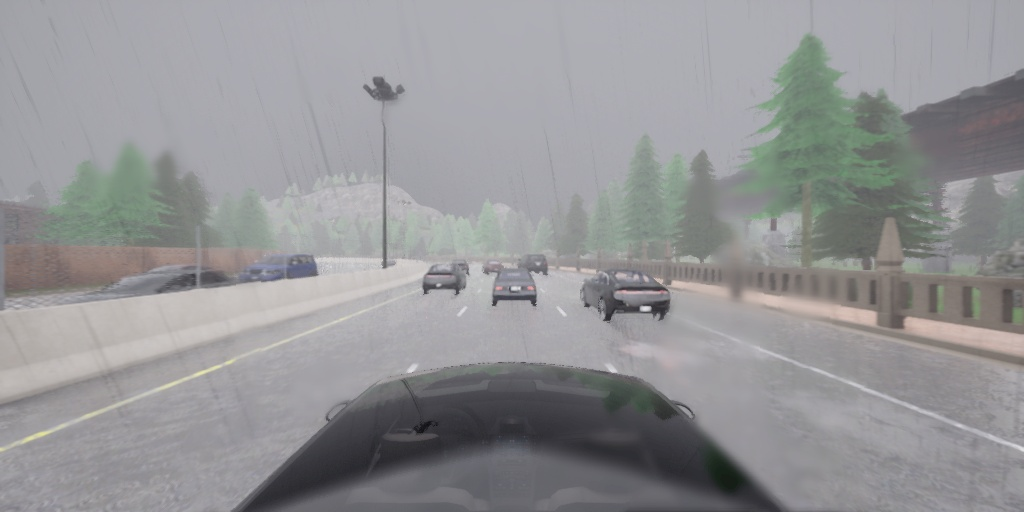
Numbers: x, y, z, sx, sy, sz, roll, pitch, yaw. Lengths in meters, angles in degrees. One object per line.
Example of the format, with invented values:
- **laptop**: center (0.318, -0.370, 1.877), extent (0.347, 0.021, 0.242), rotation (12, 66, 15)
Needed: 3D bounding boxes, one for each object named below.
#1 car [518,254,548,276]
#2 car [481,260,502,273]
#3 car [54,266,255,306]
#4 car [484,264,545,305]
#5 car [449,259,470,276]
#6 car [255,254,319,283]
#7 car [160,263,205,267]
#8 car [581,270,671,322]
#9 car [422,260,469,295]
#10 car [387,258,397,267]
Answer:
- **car**: center (1.942, 0.835, 35.219), extent (2.150, 2.045, 5.566), rotation (0, 0, -9)
- **car**: center (-1.979, 1.132, 36.992), extent (1.812, 1.442, 4.674), rotation (0, 0, -11)
- **car**: center (-10.626, 1.217, 11.003), extent (1.837, 1.490, 4.892), rotation (0, 0, 0)
- **car**: center (0.072, 1.240, 15.733), extent (2.033, 1.411, 5.357), rotation (0, 0, -1)
- **car**: center (-5.348, 1.115, 36.076), extent (1.837, 1.490, 4.892), rotation (0, 0, -10)
- **car**: center (-14.317, 0.886, 22.533), extent (2.150, 2.045, 5.566), rotation (0, 0, -3)
- **car**: center (-17.701, 1.157, 18.966), extent (1.882, 1.535, 5.008), rotation (0, 0, -2)
- **car**: center (3.596, 1.199, 12.088), extent (2.128, 1.511, 4.902), rotation (0, 0, 0)
- **car**: center (-3.532, 1.170, 19.312), extent (2.128, 1.511, 4.902), rotation (0, 0, -2)
- **car**: center (-20.043, 1.013, 58.722), extent (2.128, 1.511, 4.902), rotation (0, 0, -26)
